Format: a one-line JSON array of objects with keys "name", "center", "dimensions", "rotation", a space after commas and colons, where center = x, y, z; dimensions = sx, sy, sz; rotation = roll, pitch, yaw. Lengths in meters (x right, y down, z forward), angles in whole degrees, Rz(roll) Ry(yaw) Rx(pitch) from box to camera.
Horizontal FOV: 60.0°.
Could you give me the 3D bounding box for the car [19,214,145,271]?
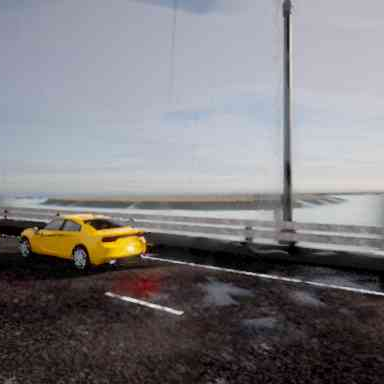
[{"name": "car", "center": [-3.775, 1.482, 11.013], "dimensions": [5.008, 1.535, 1.882], "rotation": [0, 0, 36]}]
